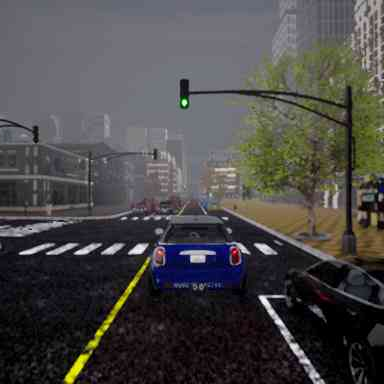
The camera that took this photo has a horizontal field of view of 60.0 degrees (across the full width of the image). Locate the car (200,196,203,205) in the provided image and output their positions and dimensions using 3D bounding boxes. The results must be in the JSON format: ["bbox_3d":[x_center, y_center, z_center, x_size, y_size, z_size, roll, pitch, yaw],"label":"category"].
[{"bbox_3d":[2.875,1.932,59.569,2.008,1.369,4.403,0,0,0],"label":"car"}]

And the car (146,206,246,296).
[{"bbox_3d":[0.051,1.409,8.964,2.097,1.767,4.553,0,0,-2],"label":"car"}]

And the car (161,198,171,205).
[{"bbox_3d":[-5.472,1.977,70.524,1.752,1.417,4.829,0,0,0],"label":"car"}]

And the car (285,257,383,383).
[{"bbox_3d":[2.708,1.598,4.888,1.947,1.339,4.313,0,0,0],"label":"car"}]

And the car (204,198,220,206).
[{"bbox_3d":[2.825,1.801,43.086,1.752,1.417,4.829,0,0,0],"label":"car"}]

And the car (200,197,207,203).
[{"bbox_3d":[2.961,2.087,87.494,1.752,1.417,4.829,0,0,0],"label":"car"}]

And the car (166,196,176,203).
[{"bbox_3d":[-5.420,1.875,87.348,2.192,1.841,5.009,0,0,0],"label":"car"}]

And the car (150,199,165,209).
[{"bbox_3d":[-5.522,1.897,54.042,2.008,1.369,4.403,0,0,0],"label":"car"}]

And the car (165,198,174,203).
[{"bbox_3d":[-5.438,2.075,81.796,2.008,1.369,4.403,0,0,0],"label":"car"}]

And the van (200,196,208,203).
[{"bbox_3d":[2.944,1.865,81.774,1.690,1.788,3.998,0,0,0],"label":"van"}]

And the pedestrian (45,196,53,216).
[{"bbox_3d":[-12.660,1.225,29.418,0.375,1.860,0.375,0,-1,-1],"label":"pedestrian"}]

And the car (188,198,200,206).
[{"bbox_3d":[0.297,1.981,65.109,1.994,1.385,4.181,0,0,0],"label":"car"}]

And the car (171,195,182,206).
[{"bbox_3d":[-2.893,1.594,58.202,2.150,2.045,5.566,0,0,1],"label":"car"}]

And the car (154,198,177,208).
[{"bbox_3d":[-2.978,1.767,37.670,1.812,1.442,4.674,0,0,-2],"label":"car"}]

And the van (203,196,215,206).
[{"bbox_3d":[2.842,1.651,48.469,1.690,1.788,3.998,0,0,0],"label":"van"}]

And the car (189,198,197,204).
[{"bbox_3d":[0.239,2.043,78.393,2.033,1.411,5.357,0,0,0],"label":"car"}]

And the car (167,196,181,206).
[{"bbox_3d":[-2.952,1.783,47.704,1.882,1.535,5.008,0,0,0],"label":"car"}]

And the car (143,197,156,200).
[{"bbox_3d":[-5.555,1.590,42.941,2.192,1.841,5.009,0,0,0],"label":"car"}]

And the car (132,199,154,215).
[{"bbox_3d":[-5.573,1.821,37.388,1.802,1.307,4.206,0,0,0],"label":"car"}]
